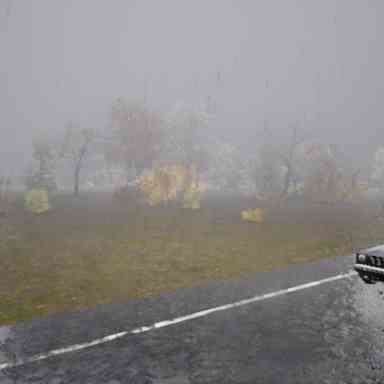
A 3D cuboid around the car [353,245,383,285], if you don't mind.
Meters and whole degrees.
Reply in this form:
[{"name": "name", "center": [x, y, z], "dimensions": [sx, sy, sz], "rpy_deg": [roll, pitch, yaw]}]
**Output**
[{"name": "car", "center": [6.082, 1.603, 8.368], "dimensions": [4.718, 1.301, 1.895], "rpy_deg": [0, 0, -36]}]
